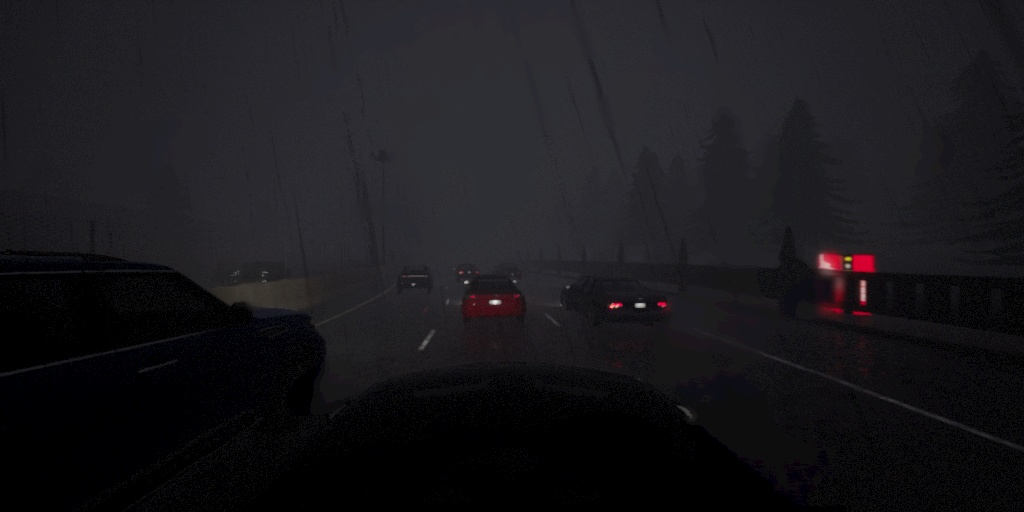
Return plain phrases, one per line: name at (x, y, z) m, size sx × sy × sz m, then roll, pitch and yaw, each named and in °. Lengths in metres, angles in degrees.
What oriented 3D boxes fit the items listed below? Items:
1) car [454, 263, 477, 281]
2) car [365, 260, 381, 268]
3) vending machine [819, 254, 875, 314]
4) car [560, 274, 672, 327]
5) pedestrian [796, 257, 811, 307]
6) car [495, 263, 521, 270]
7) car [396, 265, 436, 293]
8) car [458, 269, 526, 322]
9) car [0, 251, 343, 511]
car at (-3.831, 1.318, 30.153) m, size 2.033 × 1.411 × 5.357 m, roll 0°, pitch 0°, yaw -12°
car at (-19.592, 1.355, 52.086) m, size 1.812 × 1.442 × 4.674 m, roll 0°, pitch 0°, yaw -12°
vending machine at (10.896, 0.912, 11.701) m, size 1.100 × 2.100 × 0.880 m, roll 0°, pitch 0°, yaw -5°
car at (2.973, 1.290, 11.508) m, size 2.033 × 1.411 × 5.357 m, roll 0°, pitch 0°, yaw -6°
pedestrian at (10.126, 0.861, 12.627) m, size 0.375 × 1.860 × 0.375 m, roll 0°, pitch 0°, yaw -6°
car at (-0.441, 1.286, 30.989) m, size 1.812 × 1.442 × 4.674 m, roll 0°, pitch 0°, yaw -12°
car at (-5.536, 1.265, 20.907) m, size 2.128 × 1.511 × 4.902 m, roll 0°, pitch 0°, yaw -10°
car at (-0.715, 1.319, 12.459) m, size 1.994 × 1.385 × 4.181 m, roll 0°, pitch 0°, yaw -6°
car at (-3.517, 0.983, 2.395) m, size 2.150 × 2.045 × 5.566 m, roll 0°, pitch 0°, yaw -1°
